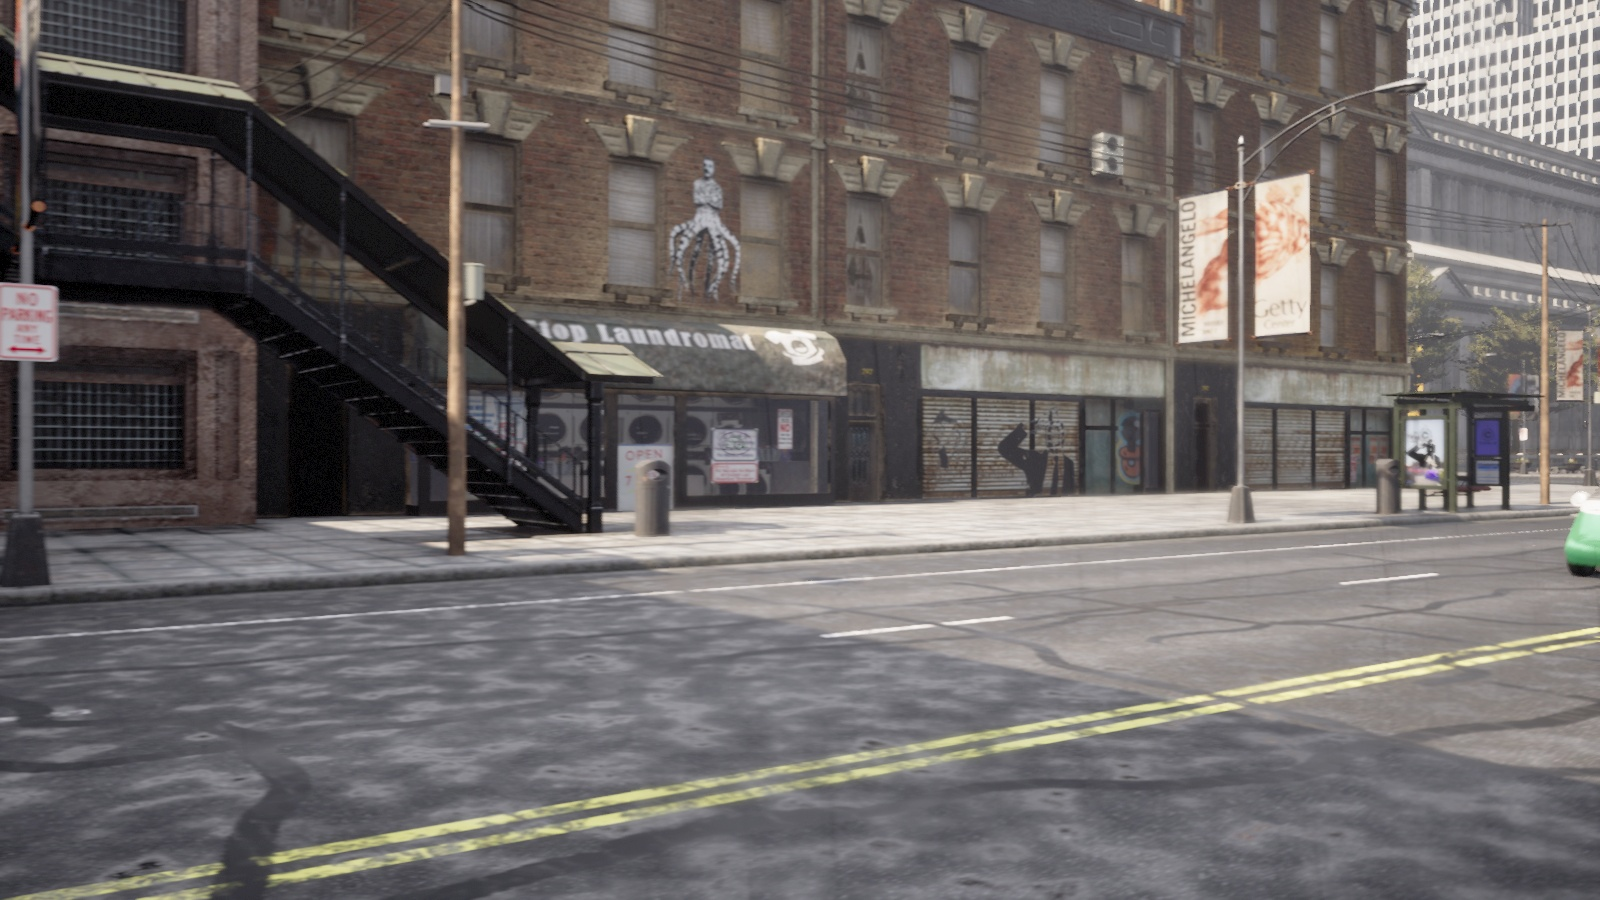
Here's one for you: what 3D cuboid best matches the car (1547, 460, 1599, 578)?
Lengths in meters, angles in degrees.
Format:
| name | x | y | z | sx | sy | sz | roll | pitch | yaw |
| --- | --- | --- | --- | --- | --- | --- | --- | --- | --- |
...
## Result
| name | x | y | z | sx | sy | sz | roll | pitch | yaw |
| --- | --- | --- | --- | --- | --- | --- | --- | --- | --- |
| car | 10.299 | 0.807 | 15.110 | 2.207 | 1.376 | 1.481 | 0 | 0 | -35 |
